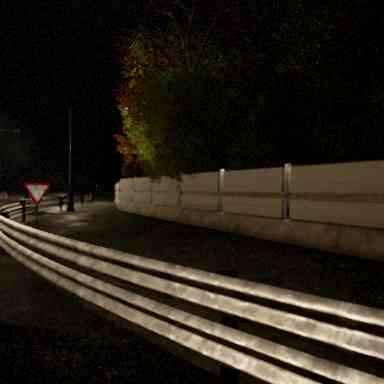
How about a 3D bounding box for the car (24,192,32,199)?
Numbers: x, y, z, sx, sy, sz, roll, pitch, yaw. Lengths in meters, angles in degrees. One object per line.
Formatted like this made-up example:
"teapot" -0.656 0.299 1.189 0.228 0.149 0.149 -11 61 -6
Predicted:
"car" -33.601 0.718 68.782 1.994 1.385 4.181 0 0 -24
